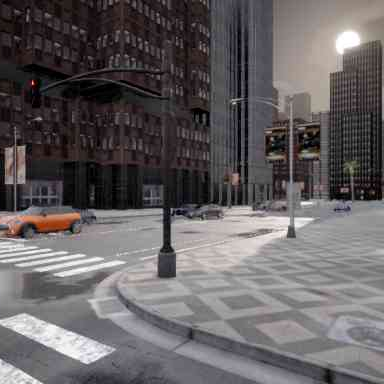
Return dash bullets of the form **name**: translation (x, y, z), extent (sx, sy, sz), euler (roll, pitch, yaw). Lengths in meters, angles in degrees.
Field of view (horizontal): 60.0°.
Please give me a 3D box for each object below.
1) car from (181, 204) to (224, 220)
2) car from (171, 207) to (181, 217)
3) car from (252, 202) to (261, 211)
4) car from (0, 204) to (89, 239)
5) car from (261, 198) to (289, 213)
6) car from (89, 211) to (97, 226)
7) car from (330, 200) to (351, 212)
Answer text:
- **car**: translation (1.338, 1.932, 32.845), extent (1.837, 1.490, 4.892), euler (0, -1, 35)
- **car**: translation (-0.446, 2.044, 35.957), extent (1.895, 1.301, 4.718), euler (0, -1, 35)
- **car**: translation (11.015, 2.262, 51.996), extent (1.837, 1.490, 4.892), euler (0, -1, 35)
- **car**: translation (-8.430, 1.527, 18.560), extent (2.097, 1.767, 4.553), euler (0, -1, 31)
- **car**: translation (12.341, 2.055, 48.277), extent (2.097, 1.767, 4.553), euler (0, -1, 36)
- **car**: translation (-8.961, 1.792, 23.920), extent (1.994, 1.385, 4.181), euler (0, -1, 35)
- **car**: translation (24.268, 2.430, 53.660), extent (2.033, 1.411, 5.357), euler (0, -1, 34)
